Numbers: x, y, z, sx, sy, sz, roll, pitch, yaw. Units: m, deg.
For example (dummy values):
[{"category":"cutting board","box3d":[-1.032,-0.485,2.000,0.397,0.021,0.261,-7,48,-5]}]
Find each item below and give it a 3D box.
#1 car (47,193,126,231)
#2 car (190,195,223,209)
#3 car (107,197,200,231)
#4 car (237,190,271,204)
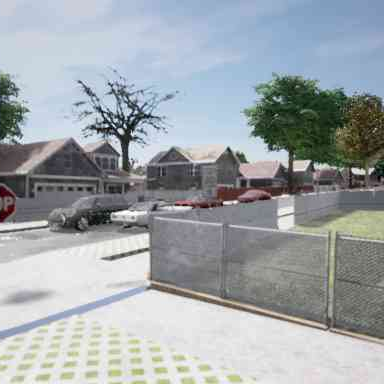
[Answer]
[{"category":"car","box3d":[-5.222,0.958,17.561,2.097,1.767,4.553,0,2,35]},{"category":"car","box3d":[0.477,0.935,25.637,1.895,1.301,4.718,0,2,35]},{"category":"car","box3d":[-1.826,1.167,17.392,1.895,1.301,4.718,0,2,36]},{"category":"car","box3d":[6.390,0.532,33.991,1.882,1.535,5.008,0,2,35]}]
